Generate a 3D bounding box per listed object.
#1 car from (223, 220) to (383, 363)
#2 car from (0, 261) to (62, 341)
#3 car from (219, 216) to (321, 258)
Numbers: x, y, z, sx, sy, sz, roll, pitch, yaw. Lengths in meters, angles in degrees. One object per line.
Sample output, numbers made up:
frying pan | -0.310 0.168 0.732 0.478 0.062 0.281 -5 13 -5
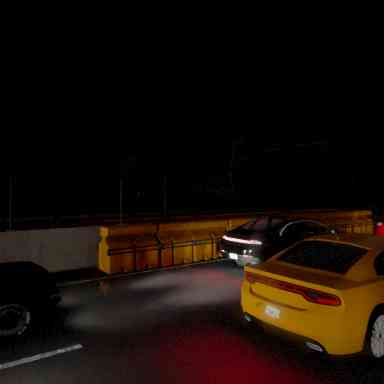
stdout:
car | 3.111 1.478 5.969 5.008 1.535 1.882 0 0 -36
car | -4.502 1.601 4.833 4.718 1.301 1.895 0 0 -36
car | 3.074 1.492 10.240 4.902 1.511 2.128 0 0 -36
